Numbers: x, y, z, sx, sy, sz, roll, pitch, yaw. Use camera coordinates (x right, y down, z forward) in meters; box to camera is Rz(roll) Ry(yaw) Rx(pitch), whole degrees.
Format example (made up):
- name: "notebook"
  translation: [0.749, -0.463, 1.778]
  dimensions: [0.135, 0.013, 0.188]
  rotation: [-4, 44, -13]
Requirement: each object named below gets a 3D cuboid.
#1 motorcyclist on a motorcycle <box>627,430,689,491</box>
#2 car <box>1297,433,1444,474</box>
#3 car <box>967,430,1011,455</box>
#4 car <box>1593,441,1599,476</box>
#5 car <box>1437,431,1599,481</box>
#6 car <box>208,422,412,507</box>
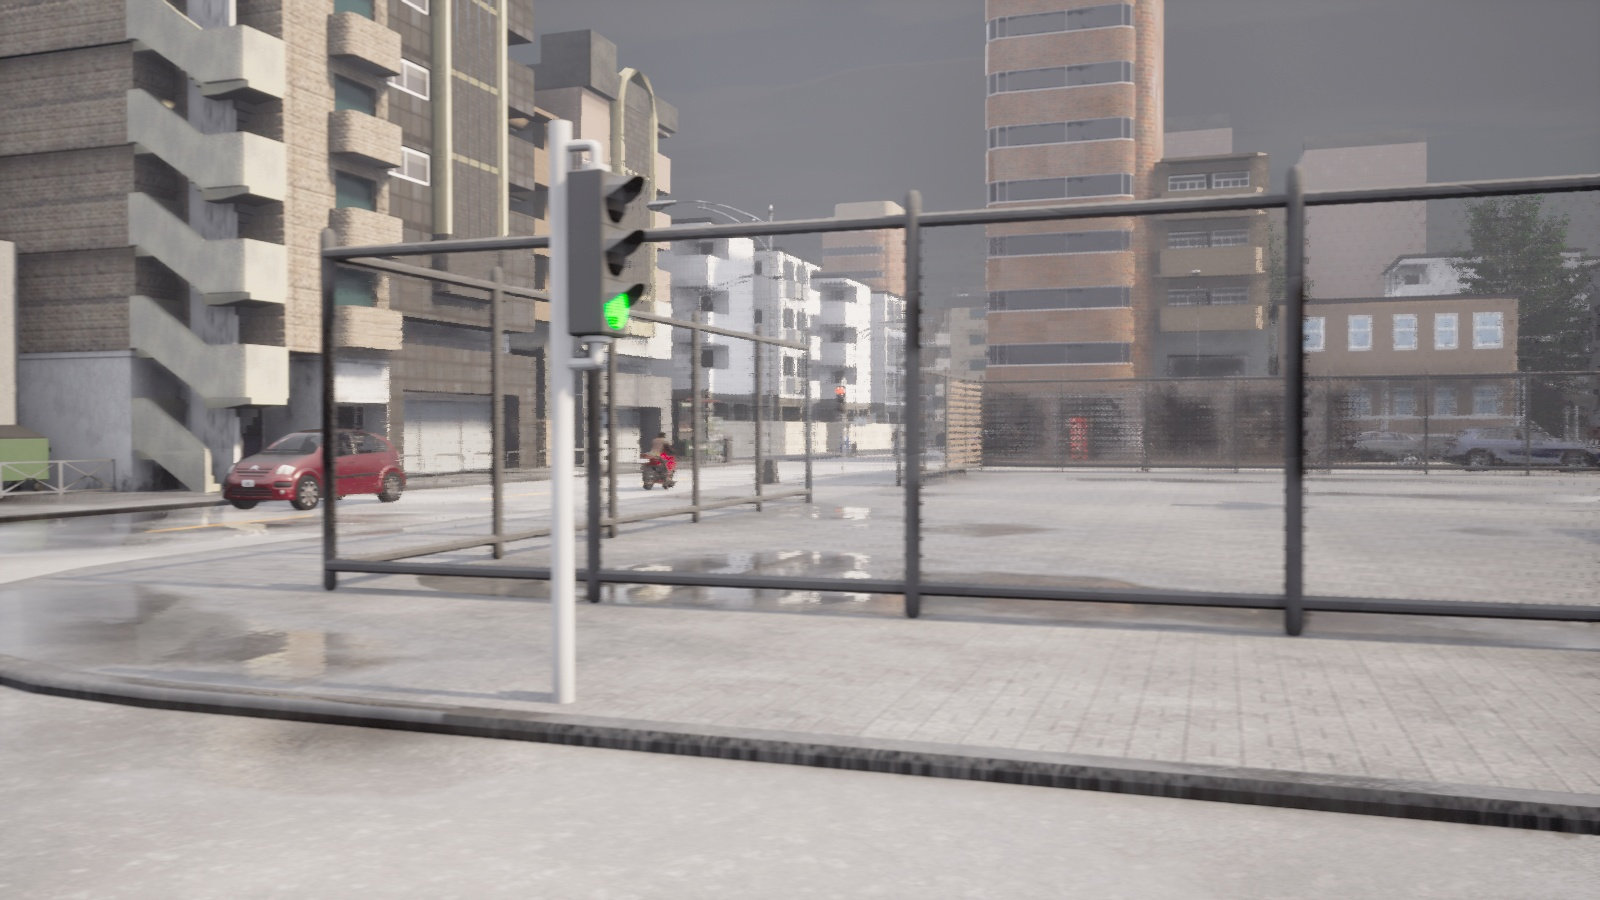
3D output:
- name: "motorcyclist on a motorcycle"
  translation: [-3.680, 0.254, 32.701]
  dimensions: [0.797, 1.523, 2.044]
  rotation: [1, 1, 19]
- name: "car"
  translation: [21.894, 0.096, 48.407]
  dimensions: [4.902, 1.511, 2.128]
  rotation: [1, 1, 17]
- name: "car"
  translation: [11.961, -0.469, 79.337]
  dimensions: [2.007, 1.525, 4.514]
  rotation: [1, 1, 19]
- name: "car"
  translation: [31.515, 0.341, 45.161]
  dimensions: [4.718, 1.301, 1.895]
  rotation: [1, 1, 18]
- name: "car"
  translation: [24.771, 0.169, 43.222]
  dimensions: [4.856, 1.649, 2.033]
  rotation: [1, 1, 20]
- name: "car"
  translation: [-10.084, 0.245, 26.184]
  dimensions: [1.851, 1.617, 3.988]
  rotation: [1, 1, 18]
